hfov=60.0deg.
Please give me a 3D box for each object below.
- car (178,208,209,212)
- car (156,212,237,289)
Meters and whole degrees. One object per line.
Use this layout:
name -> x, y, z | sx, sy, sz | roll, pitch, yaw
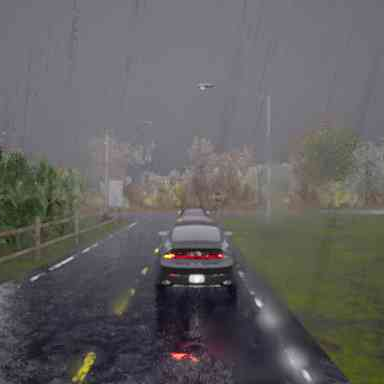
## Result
car -> 0.104, 1.592, 19.314 | 1.994, 1.385, 4.181 | 0, 0, -1
car -> 0.099, 1.517, 9.151 | 1.837, 1.490, 4.892 | 0, 0, 0
